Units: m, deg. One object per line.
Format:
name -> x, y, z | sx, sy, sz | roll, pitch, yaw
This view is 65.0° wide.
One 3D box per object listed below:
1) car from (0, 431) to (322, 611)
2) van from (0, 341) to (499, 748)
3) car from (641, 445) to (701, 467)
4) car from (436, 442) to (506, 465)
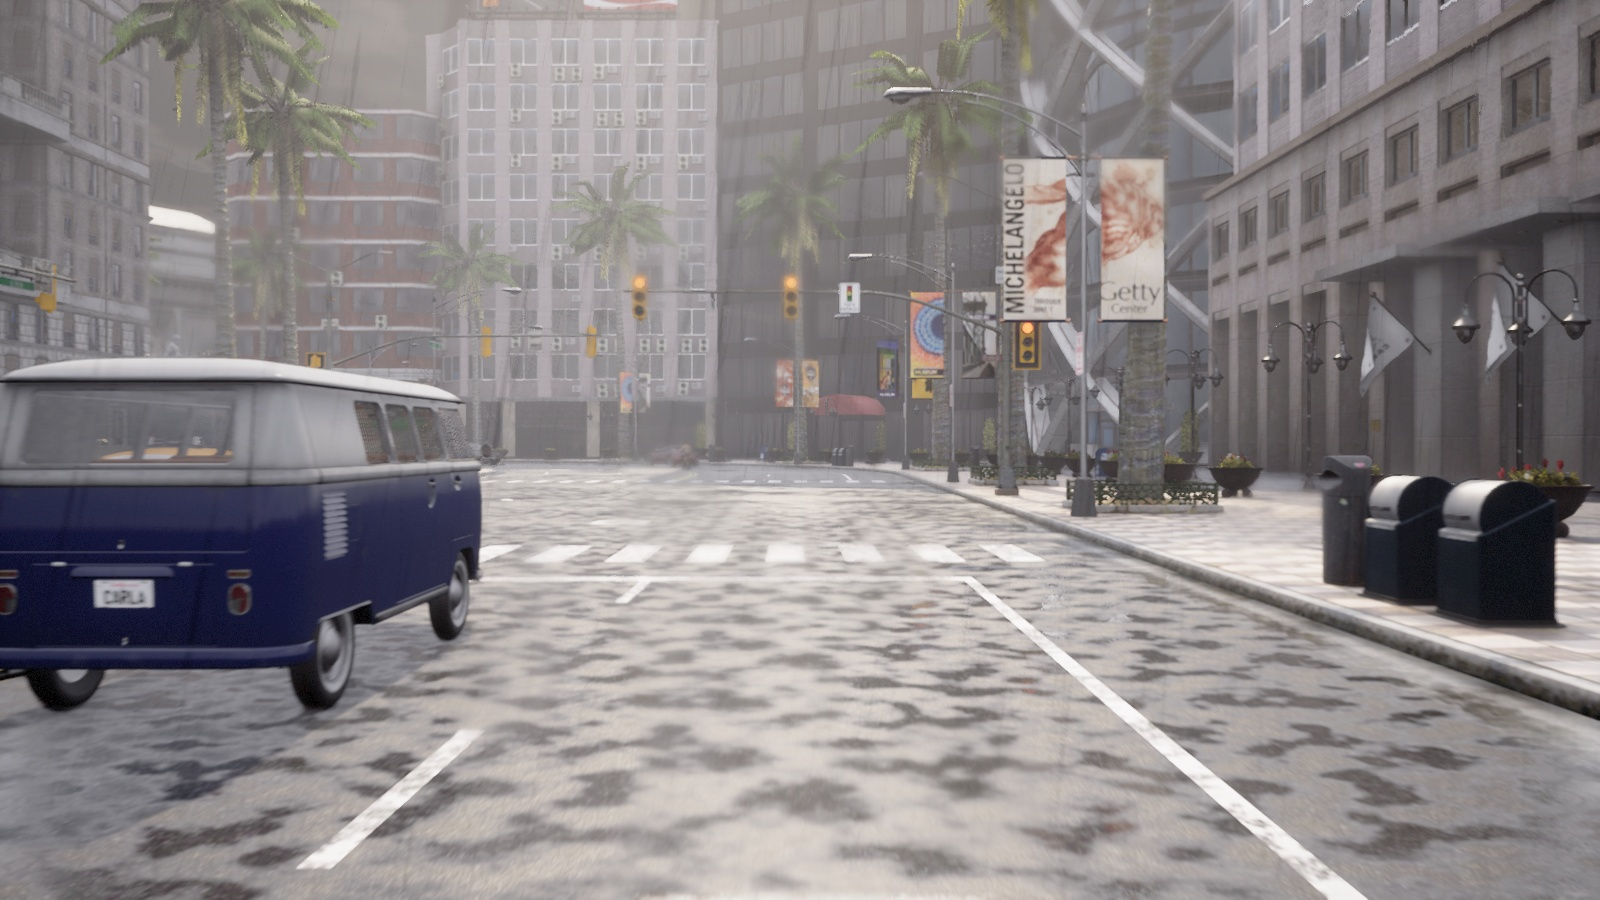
car -> -6.915, 0.603, 13.644 | 1.801, 1.575, 5.366 | 0, 0, -5
van -> -3.433, 0.449, 8.360 | 1.775, 1.987, 4.442 | 0, 0, 0
car -> -8.344, 0.346, 81.171 | 1.994, 1.385, 4.181 | 0, 0, -37
car -> -22.117, 0.200, 84.379 | 4.514, 1.525, 2.007 | 0, 0, 32
